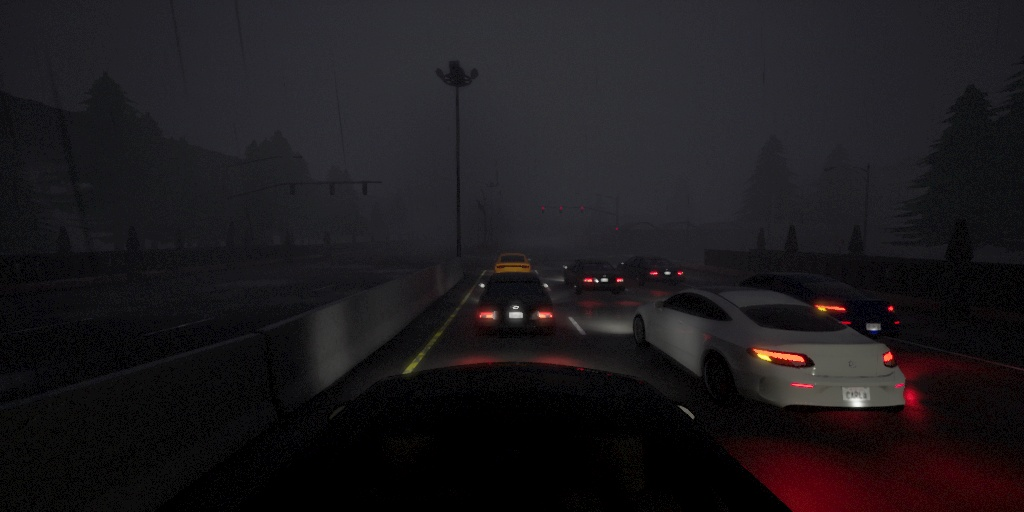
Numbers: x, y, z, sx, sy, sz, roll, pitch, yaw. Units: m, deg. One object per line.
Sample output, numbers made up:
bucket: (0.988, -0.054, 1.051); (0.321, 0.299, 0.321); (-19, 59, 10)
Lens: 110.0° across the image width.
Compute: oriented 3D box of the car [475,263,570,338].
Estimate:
car: (0.069, 1.143, 9.720); (2.033, 1.411, 5.357); (0, 2, 0)

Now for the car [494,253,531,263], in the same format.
car: (0.023, 0.562, 19.516); (1.882, 1.535, 5.008); (0, 3, 0)

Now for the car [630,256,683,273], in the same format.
car: (7.028, 0.681, 18.711); (2.033, 1.411, 5.357); (0, 3, 0)

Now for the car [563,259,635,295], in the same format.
car: (3.533, 0.823, 16.206); (2.033, 1.411, 5.357); (0, 3, 0)

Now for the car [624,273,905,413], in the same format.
car: (3.580, 1.225, 6.039); (1.812, 1.442, 4.674); (0, 1, 0)

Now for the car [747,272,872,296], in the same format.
car: (7.066, 1.137, 9.310); (1.812, 1.442, 4.674); (0, 2, 0)
